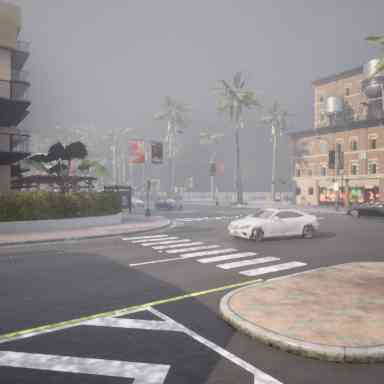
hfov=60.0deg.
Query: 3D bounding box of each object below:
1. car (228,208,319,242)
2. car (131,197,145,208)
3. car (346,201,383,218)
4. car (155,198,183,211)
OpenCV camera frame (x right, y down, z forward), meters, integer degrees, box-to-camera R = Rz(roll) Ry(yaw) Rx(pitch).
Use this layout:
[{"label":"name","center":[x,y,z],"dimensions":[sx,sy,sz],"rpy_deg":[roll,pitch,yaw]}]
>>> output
[{"label":"car","center":[3.999,1.526,16.138],"dimensions":[4.674,1.442,1.812],"rpy_deg":[0,0,-22]},{"label":"car","center":[-8.815,1.526,49.846],"dimensions":[1.812,1.442,4.674],"rpy_deg":[0,0,-35]},{"label":"car","center":[15.450,1.491,27.747],"dimensions":[2.128,1.511,4.902],"rpy_deg":[0,0,-35]},{"label":"car","center":[-3.007,1.526,41.544],"dimensions":[1.812,1.442,4.674],"rpy_deg":[0,0,-35]}]
